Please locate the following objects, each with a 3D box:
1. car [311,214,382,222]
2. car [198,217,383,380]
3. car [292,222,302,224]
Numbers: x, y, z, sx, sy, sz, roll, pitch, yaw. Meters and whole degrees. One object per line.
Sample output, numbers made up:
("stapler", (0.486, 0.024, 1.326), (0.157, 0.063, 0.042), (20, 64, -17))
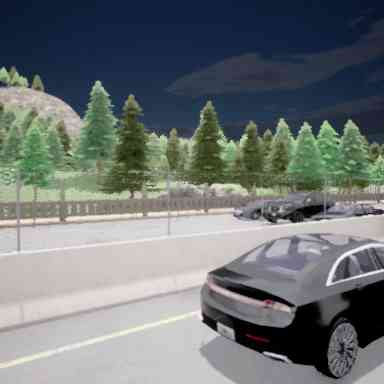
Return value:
("car", (8.996, 1.339, 18.938), (5.357, 1.411, 2.033), (-1, 1, -35))
("car", (2.385, 1.436, 5.432), (4.902, 1.511, 2.128), (-1, 1, -35))
("car", (7.275, 1.007, 22.008), (5.566, 2.045, 2.150), (-1, 0, -35))
